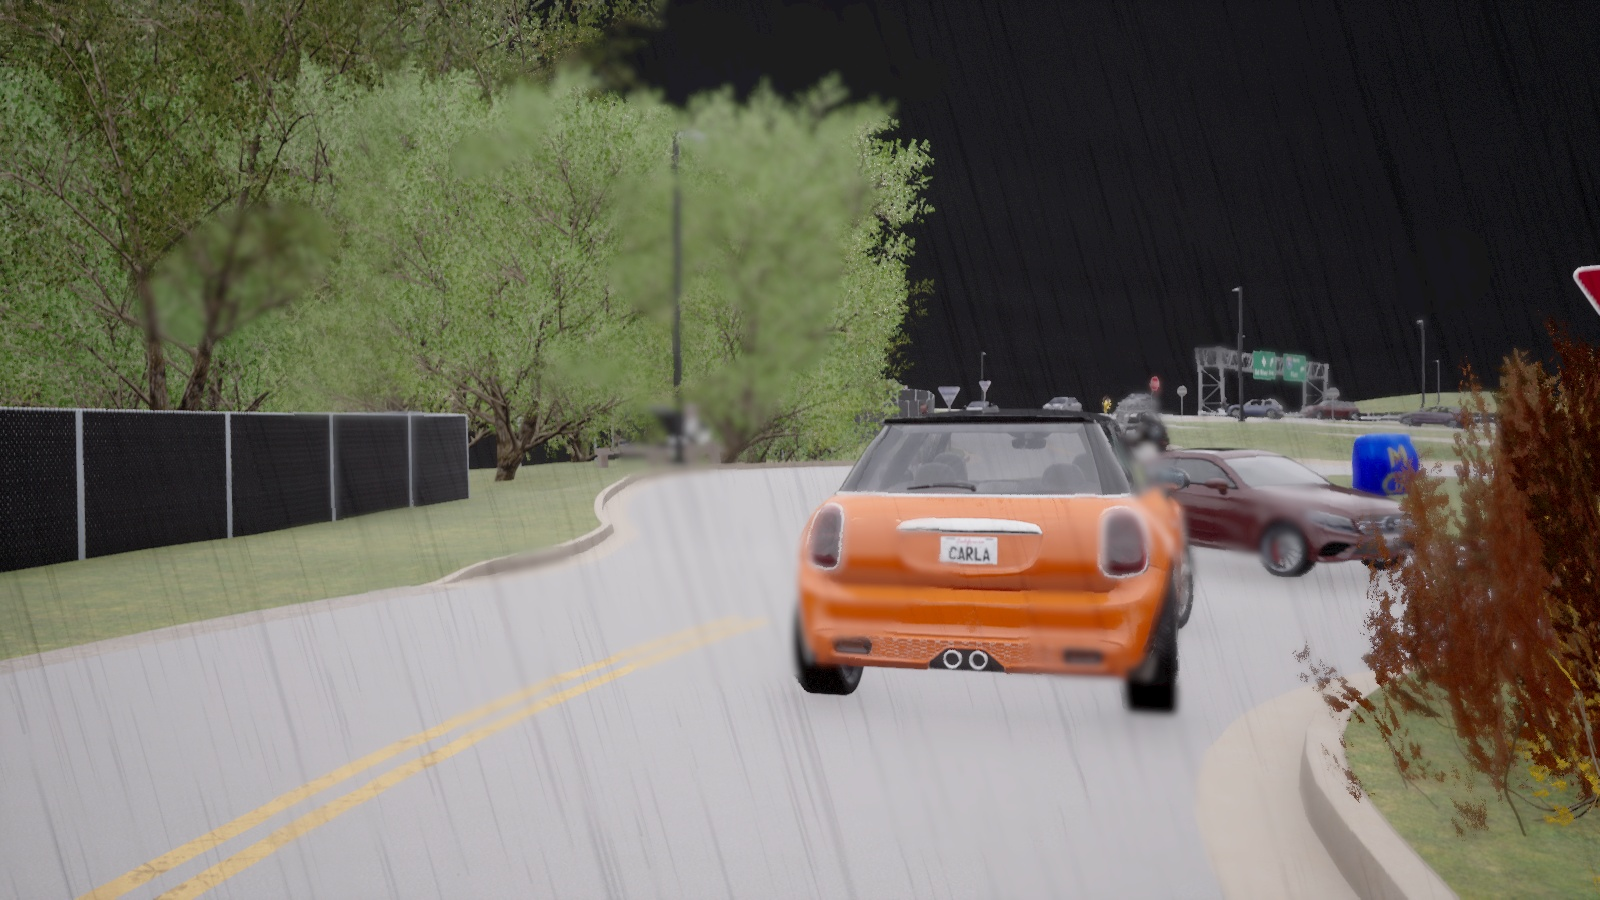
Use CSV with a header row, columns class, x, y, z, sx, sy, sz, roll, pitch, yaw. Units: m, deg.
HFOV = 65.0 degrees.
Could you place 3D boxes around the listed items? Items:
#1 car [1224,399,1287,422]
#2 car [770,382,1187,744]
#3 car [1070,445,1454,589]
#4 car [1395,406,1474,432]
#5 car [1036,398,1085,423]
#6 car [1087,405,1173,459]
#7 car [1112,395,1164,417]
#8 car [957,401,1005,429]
class,x,y,z,sx,sy,sz,roll,pitch,yaw
car,32.810,-2.865,90.468,3.806,1.475,1.970,4,3,34
car,1.532,0.530,8.609,2.097,1.767,4.553,0,1,18
car,5.693,0.728,16.201,1.812,1.442,4.674,-1,2,-26
car,41.492,-2.019,82.197,1.816,1.474,4.193,0,4,-44
car,16.853,-2.578,81.158,1.845,1.501,3.633,0,2,34
car,12.966,-0.771,49.620,1.932,1.855,4.605,0,4,-3
car,25.588,-3.375,95.227,2.128,1.511,4.902,2,2,-6
car,9.783,-1.901,67.691,1.994,1.385,4.181,0,3,16
